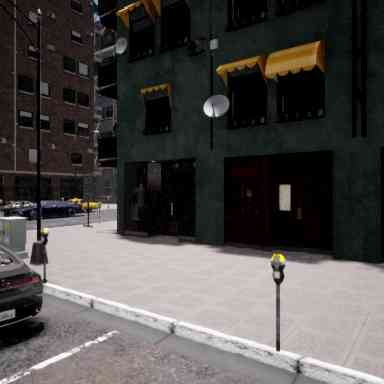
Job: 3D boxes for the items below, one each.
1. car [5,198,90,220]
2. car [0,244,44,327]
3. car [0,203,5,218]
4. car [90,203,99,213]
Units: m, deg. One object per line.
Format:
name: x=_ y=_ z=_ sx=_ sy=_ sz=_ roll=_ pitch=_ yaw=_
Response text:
car: x=-11.020 y=1.327 z=25.778 sx=2.033 sy=1.411 sz=5.357 roll=0 pitch=1 yaw=39
car: x=-4.458 y=1.551 z=6.072 sx=4.403 sy=1.369 sz=2.008 roll=0 pitch=0 yaw=36
car: x=-13.974 y=1.350 z=26.105 sx=2.008 sy=1.369 sz=4.403 roll=1 pitch=1 yaw=35
car: x=-10.874 y=1.250 z=30.522 sx=1.752 sy=1.417 sz=4.829 roll=1 pitch=1 yaw=35
